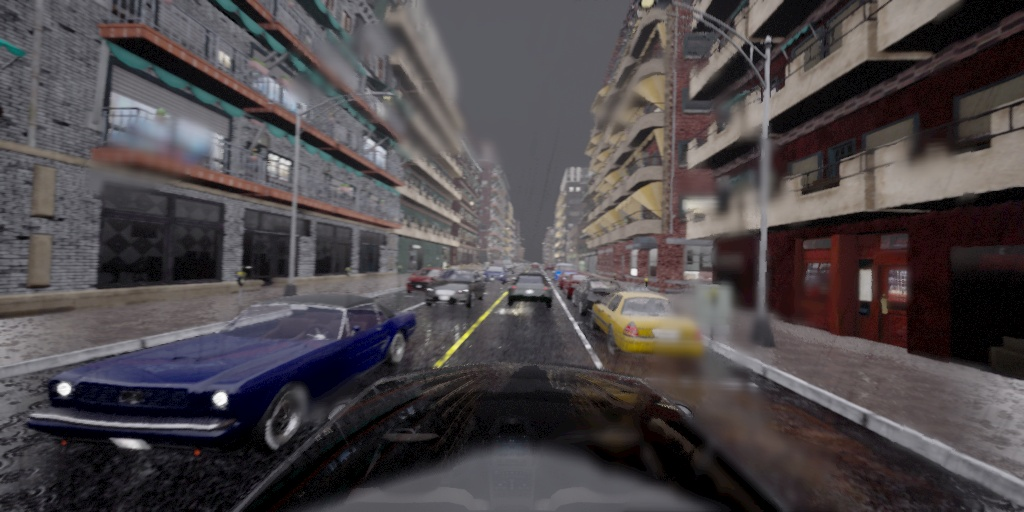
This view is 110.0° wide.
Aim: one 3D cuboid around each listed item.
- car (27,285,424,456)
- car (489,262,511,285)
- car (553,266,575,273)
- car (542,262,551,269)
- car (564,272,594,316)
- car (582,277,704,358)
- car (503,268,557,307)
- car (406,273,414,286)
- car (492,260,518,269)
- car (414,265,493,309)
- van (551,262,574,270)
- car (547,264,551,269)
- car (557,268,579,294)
[{"bbox_3d":[-3.029,1.286,5.198,1.895,1.301,4.718,2,-1,4],"label":"car"},{"bbox_3d":[-1.356,1.515,29.498,1.812,1.442,4.674,2,-1,3],"label":"car"},{"bbox_3d":[4.135,1.674,25.534,1.888,1.381,4.507,0,0,4],"label":"car"},{"bbox_3d":[6.820,1.960,65.074,2.192,1.841,5.009,0,0,4],"label":"car"},{"bbox_3d":[3.367,1.538,14.237,2.007,1.370,4.403,0,0,4],"label":"car"},{"bbox_3d":[3.010,1.445,8.984,1.751,1.417,4.829,0,0,4],"label":"car"},{"bbox_3d":[0.884,1.498,17.090,1.994,1.385,4.181,2,-1,4],"label":"car"},{"bbox_3d":[-4.606,1.334,20.457,1.888,1.381,4.507,0,0,4],"label":"car"},{"bbox_3d":[-0.634,1.226,38.756,1.837,1.490,4.892,2,-1,4],"label":"car"},{"bbox_3d":[-2.316,1.305,15.642,2.128,1.511,4.902,2,0,4],"label":"car"},{"bbox_3d":[4.518,1.542,31.184,1.690,1.789,3.998,0,0,4],"label":"van"},{"bbox_3d":[4.902,1.824,36.832,2.007,1.370,4.403,0,0,4],"label":"car"},{"bbox_3d":[3.751,1.603,19.886,1.888,1.381,4.507,0,0,4],"label":"car"}]
